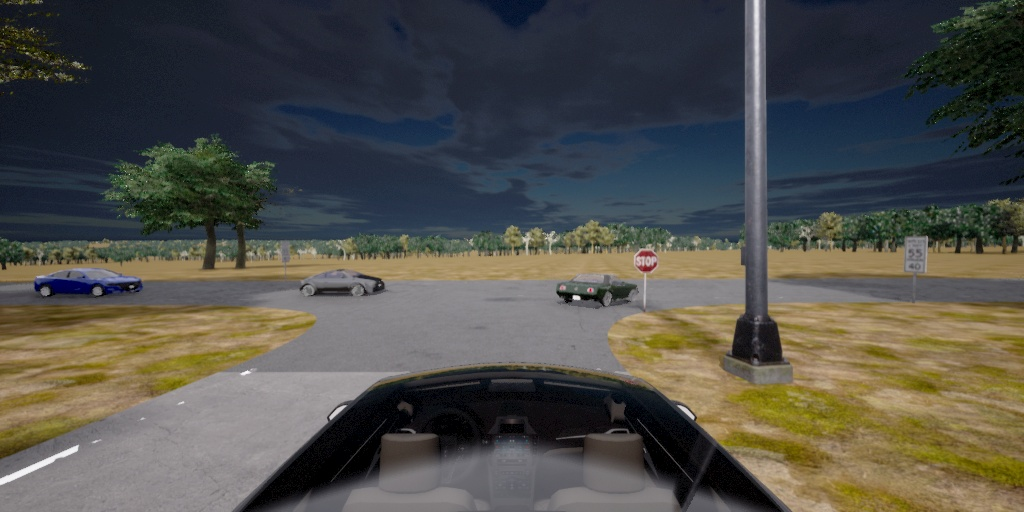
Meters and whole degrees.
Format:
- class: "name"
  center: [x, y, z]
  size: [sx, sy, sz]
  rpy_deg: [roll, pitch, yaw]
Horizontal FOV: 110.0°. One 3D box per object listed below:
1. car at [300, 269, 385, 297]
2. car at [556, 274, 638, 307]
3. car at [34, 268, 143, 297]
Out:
- class: "car"
  center: [-9.208, 1.432, 19.591]
  size: [4.181, 1.385, 1.994]
  rpy_deg: [0, 2, 2]
- class: "car"
  center: [3.921, 1.432, 15.742]
  size: [1.895, 1.301, 4.718]
  rpy_deg: [2, -1, 38]
- class: "car"
  center: [-23.845, 1.442, 20.290]
  size: [5.008, 1.535, 1.882]
  rpy_deg: [0, 2, 4]
